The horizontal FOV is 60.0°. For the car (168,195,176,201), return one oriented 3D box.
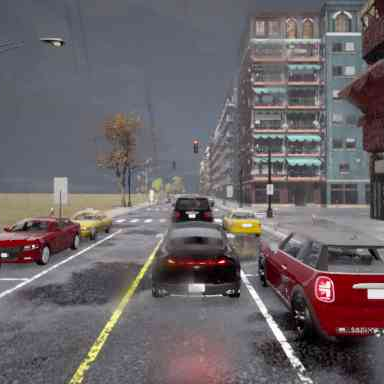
[{"bbox_3d":[-5.406,1.609,89.266,1.802,1.307,4.206,1,0,0],"label":"car"}]

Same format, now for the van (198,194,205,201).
[{"bbox_3d":[2.476,1.368,89.786,1.690,1.788,3.998,1,0,0],"label":"van"}]

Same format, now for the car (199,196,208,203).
[{"bbox_3d":[2.493,1.587,72.803,1.947,1.339,4.313,1,0,0],"label":"car"}]

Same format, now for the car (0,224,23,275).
[{"bbox_3d":[-5.313,1.552,6.136,2.008,1.369,4.403,1,0,0],"label":"car"}]

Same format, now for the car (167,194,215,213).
[{"bbox_3d":[0.060,1.226,18.367,2.150,2.045,5.566,0,0,1],"label":"car"}]

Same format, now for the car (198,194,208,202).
[{"bbox_3d":[2.489,1.338,78.464,2.192,1.841,5.009,1,0,0],"label":"car"}]

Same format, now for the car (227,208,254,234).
[{"bbox_3d":[2.554,1.530,17.815,1.752,1.417,4.829,1,0,0],"label":"car"}]

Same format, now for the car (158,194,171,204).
[{"bbox_3d":[-5.378,1.334,66.650,2.192,1.841,5.009,1,0,0],"label":"car"}]

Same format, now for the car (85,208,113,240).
[{"bbox_3d":[-5.325,1.530,17.039,1.752,1.417,4.829,1,0,0],"label":"car"}]

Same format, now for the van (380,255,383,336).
[{"bbox_3d":[2.575,1.341,1.010,1.690,1.788,3.998,1,0,0],"label":"van"}]

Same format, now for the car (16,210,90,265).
[{"bbox_3d":[-5.319,1.548,11.673,1.887,1.381,4.507,1,0,0],"label":"car"}]

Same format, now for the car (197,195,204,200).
[{"bbox_3d":[2.468,1.555,95.617,1.752,1.417,4.829,1,0,0],"label":"car"}]

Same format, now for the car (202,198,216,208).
[{"bbox_3d":[2.518,1.565,50.159,2.008,1.369,4.403,1,0,0],"label":"car"}]

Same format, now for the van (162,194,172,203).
[{"bbox_3d":[-5.384,1.362,72.304,1.690,1.788,3.998,1,0,0],"label":"van"}]

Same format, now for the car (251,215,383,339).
[{"bbox_3d":[2.568,1.442,6.555,1.967,1.590,4.097,1,0,0],"label":"car"}]

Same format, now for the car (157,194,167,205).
[{"bbox_3d":[-5.373,1.457,60.995,1.967,1.590,4.097,1,0,0],"label":"car"}]

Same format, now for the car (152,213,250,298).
[{"bbox_3d":[0.090,1.507,8.513,1.837,1.490,4.892,0,0,0],"label":"car"}]

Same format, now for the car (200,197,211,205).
[{"bbox_3d":[2.505,1.599,61.481,1.802,1.307,4.206,1,0,0],"label":"car"}]
